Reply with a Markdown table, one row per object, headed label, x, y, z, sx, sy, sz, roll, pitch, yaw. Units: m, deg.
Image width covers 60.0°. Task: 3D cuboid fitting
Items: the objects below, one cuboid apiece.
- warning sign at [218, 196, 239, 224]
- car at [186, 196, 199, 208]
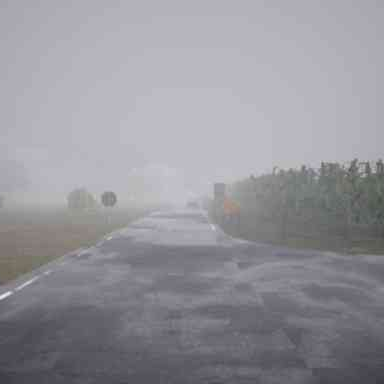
| label | x | y | z | sx | sy | sz | roll | pitch | yaw |
| --- | --- | --- | --- | --- | --- | --- | --- | --- | --- |
| warning sign | 2.449 | 1.217 | 22.501 | 1.300 | 1.860 | 1.060 | 0 | 0 | 0 |
| car | 0.104 | 1.752 | 51.139 | 2.033 | 1.411 | 5.357 | 0 | 0 | 0 |
